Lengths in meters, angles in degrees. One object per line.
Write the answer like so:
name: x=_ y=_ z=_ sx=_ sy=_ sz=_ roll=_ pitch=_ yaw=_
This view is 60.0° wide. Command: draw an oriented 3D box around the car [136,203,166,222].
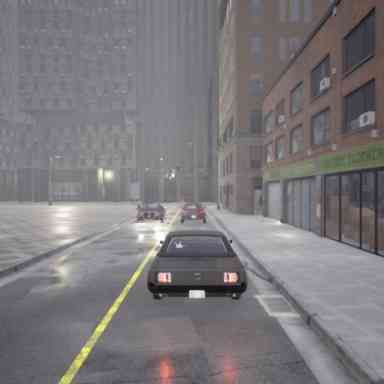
car: x=-3.100 y=1.552 z=25.976 sx=1.994 sy=1.385 sz=4.181 roll=0 pitch=0 yaw=0

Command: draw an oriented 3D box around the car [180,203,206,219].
car: x=0.098 y=1.515 z=24.992 sx=1.812 sy=1.442 sz=4.674 roll=0 pitch=0 yaw=0

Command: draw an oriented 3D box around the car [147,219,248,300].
car: x=0.098 y=1.597 z=8.349 sx=1.895 sy=1.301 sz=4.718 roll=0 pitch=0 yaw=0
